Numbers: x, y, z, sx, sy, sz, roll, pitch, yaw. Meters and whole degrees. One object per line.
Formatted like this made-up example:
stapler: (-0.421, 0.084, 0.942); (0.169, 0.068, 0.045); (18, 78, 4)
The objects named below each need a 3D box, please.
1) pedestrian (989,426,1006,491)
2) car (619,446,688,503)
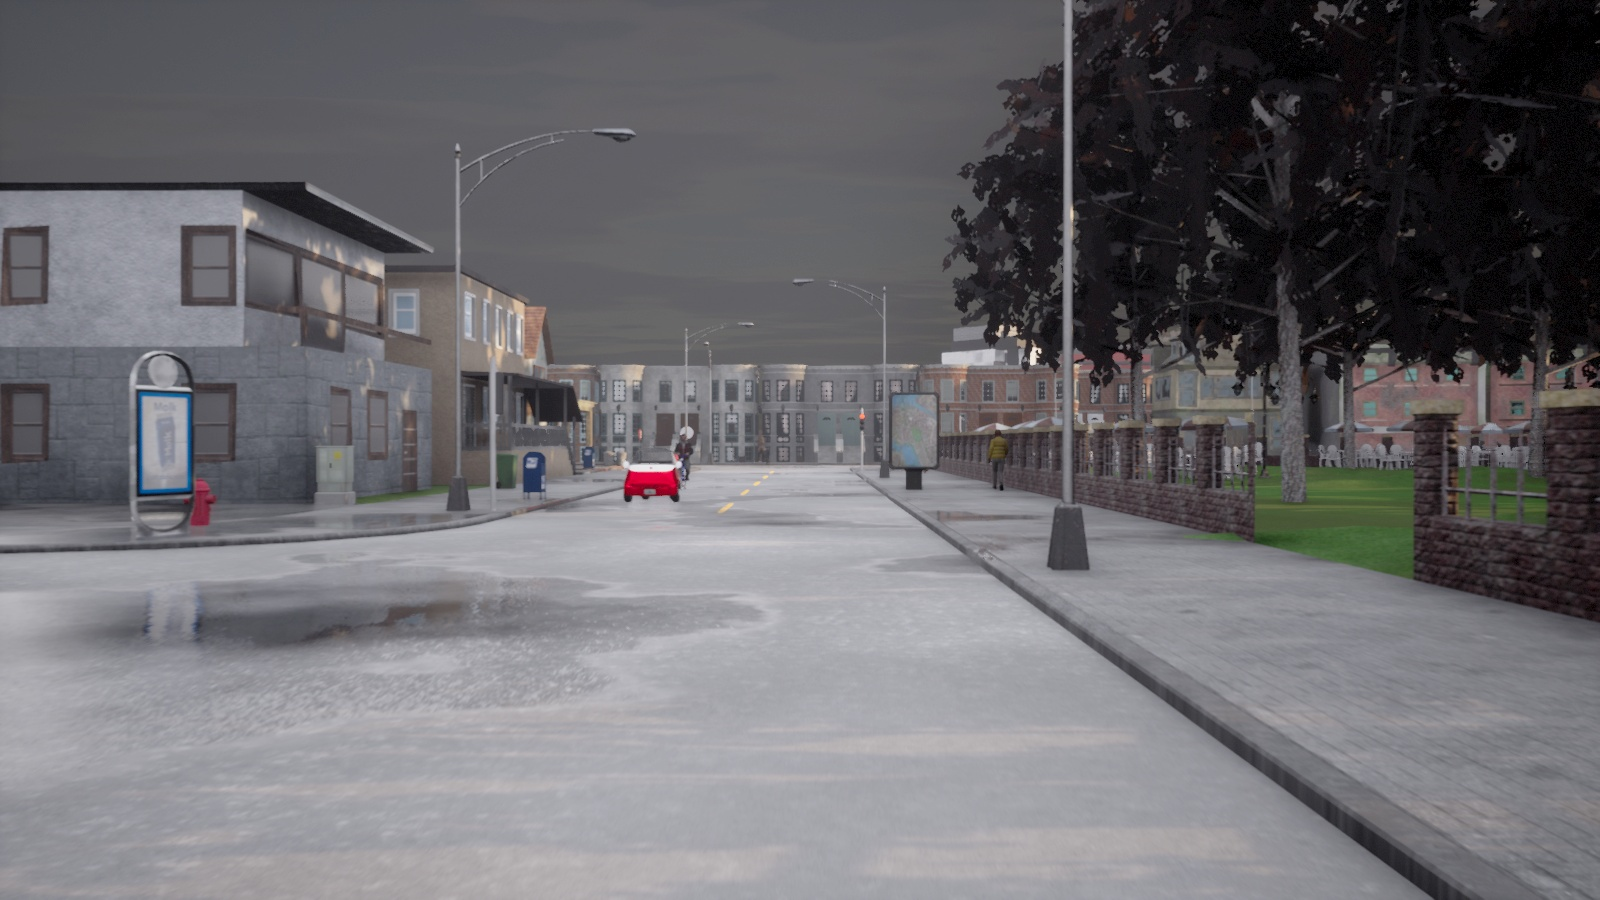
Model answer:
pedestrian: (5.687, 0.237, 36.172); (0.370, 1.835, 0.726); (0, 0, 0)
car: (-3.696, 0.601, 31.959); (1.481, 1.376, 2.207); (0, 0, 1)
